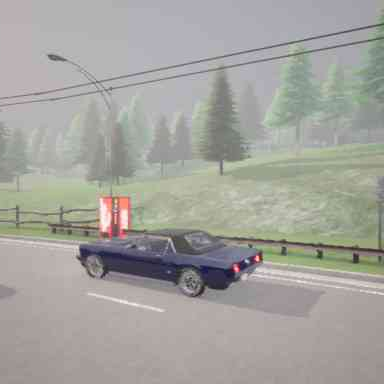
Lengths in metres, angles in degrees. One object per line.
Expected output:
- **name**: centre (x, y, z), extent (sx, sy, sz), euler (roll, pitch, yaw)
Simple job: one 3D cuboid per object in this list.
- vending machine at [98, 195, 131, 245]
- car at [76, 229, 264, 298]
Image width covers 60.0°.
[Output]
- **vending machine**: centre (-3.417, 1.195, 14.712), extent (0.880, 2.100, 1.100), euler (0, 0, 29)
- **car**: centre (-0.730, 1.600, 8.505), extent (4.718, 1.301, 1.895), euler (0, 0, 31)
